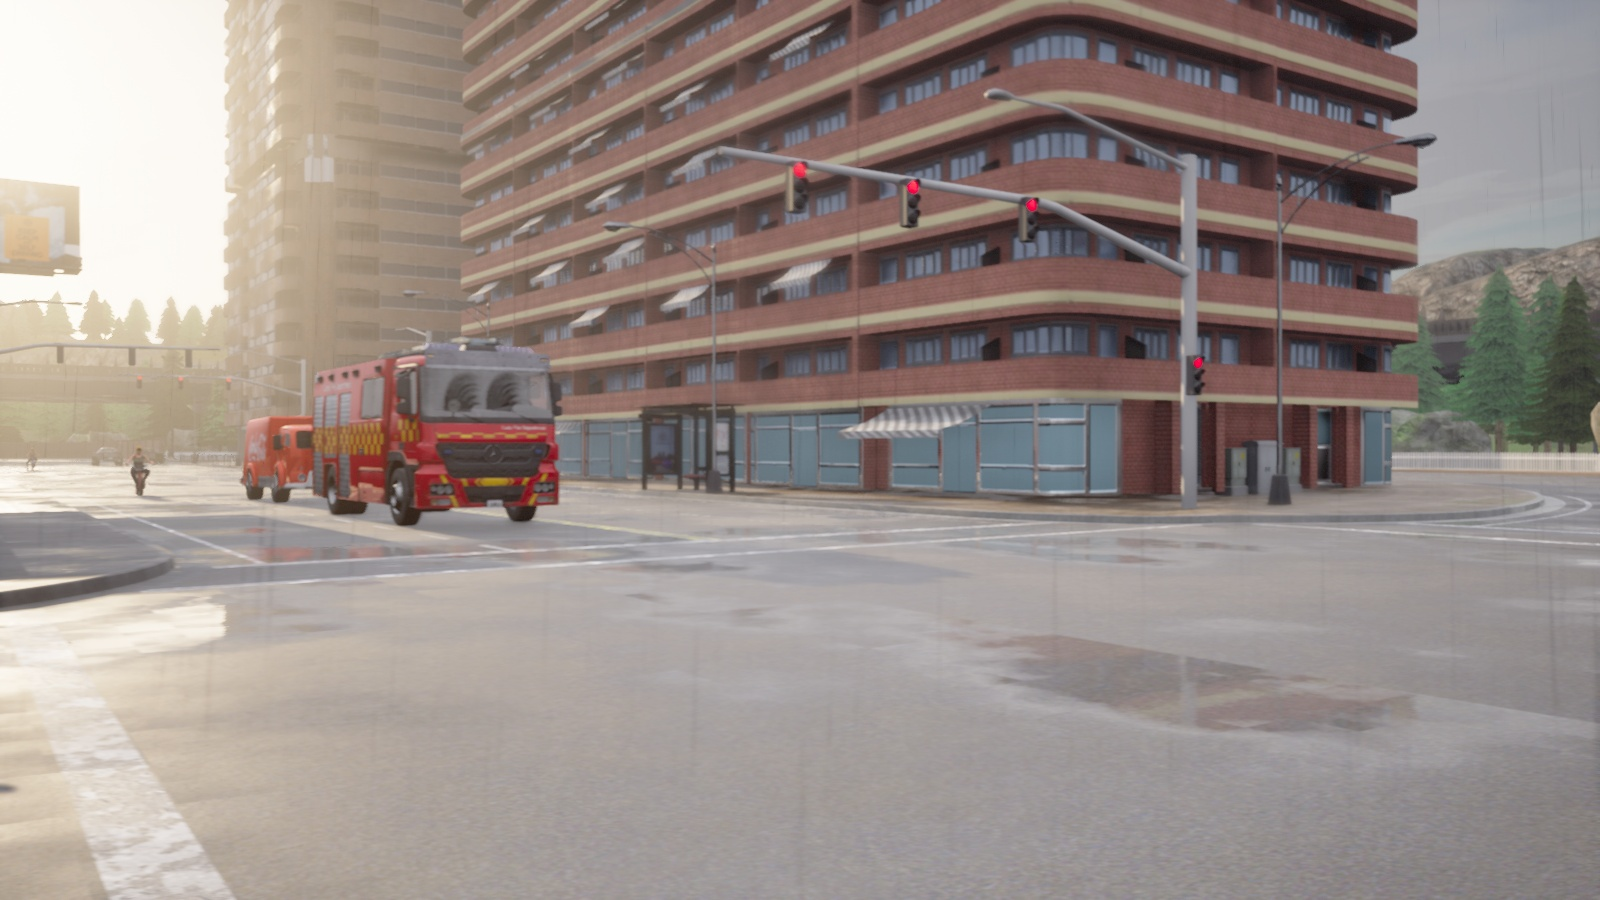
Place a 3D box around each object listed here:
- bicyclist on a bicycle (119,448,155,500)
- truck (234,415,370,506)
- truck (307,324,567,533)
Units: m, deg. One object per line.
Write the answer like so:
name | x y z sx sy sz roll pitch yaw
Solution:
bicyclist on a bicycle | -21.315 0.760 40.361 0.866 1.612 1.509 -1 0 -34
truck | -14.707 0.307 36.894 2.627 2.467 5.204 -1 0 -34
truck | -8.176 -0.400 27.349 2.891 3.827 8.468 -1 0 -34
